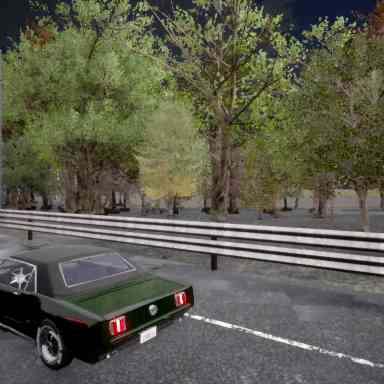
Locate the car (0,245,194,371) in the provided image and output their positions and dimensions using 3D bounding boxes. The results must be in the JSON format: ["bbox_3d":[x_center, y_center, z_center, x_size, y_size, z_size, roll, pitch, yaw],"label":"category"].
[{"bbox_3d":[-2.376,1.600,5.704,4.718,1.301,1.895,0,0,36],"label":"car"}]
